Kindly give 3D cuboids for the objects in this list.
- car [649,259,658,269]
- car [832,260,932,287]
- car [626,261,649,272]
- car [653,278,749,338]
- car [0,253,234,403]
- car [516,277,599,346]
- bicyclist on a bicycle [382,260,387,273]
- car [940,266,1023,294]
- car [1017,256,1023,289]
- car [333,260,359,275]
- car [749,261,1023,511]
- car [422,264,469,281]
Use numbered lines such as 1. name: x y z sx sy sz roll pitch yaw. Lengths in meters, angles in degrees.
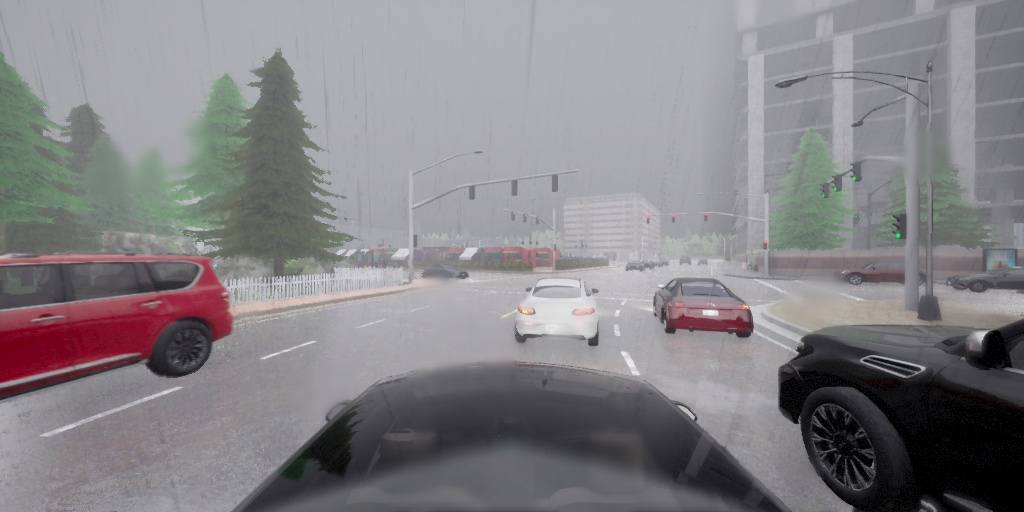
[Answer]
1. car: 20.781 1.351 55.401 1.895 1.301 4.718 0 0 29
2. car: 25.903 1.157 25.387 4.553 1.767 2.097 0 0 29
3. car: 16.457 1.314 47.661 1.994 1.385 4.181 0 0 29
4. car: 5.292 1.314 10.409 1.994 1.385 4.181 0 0 17
5. car: -6.656 0.971 4.601 2.150 2.045 5.566 0 0 7
6. car: 1.271 1.276 9.399 1.812 1.442 4.674 0 0 11
7. bicyclist on a bicycle: -15.755 1.258 44.253 0.582 1.620 1.656 0 0 -23
8. car: 27.992 1.331 20.154 4.674 1.442 1.812 0 0 29
9. car: 34.242 1.027 20.660 5.566 2.045 2.150 0 0 30
10. car: -18.402 1.158 38.195 4.553 1.767 2.097 0 0 30
11. car: 3.737 0.971 1.179 2.150 2.045 5.566 0 0 0
12. car: -5.745 1.369 30.913 4.181 1.385 1.994 0 0 31
